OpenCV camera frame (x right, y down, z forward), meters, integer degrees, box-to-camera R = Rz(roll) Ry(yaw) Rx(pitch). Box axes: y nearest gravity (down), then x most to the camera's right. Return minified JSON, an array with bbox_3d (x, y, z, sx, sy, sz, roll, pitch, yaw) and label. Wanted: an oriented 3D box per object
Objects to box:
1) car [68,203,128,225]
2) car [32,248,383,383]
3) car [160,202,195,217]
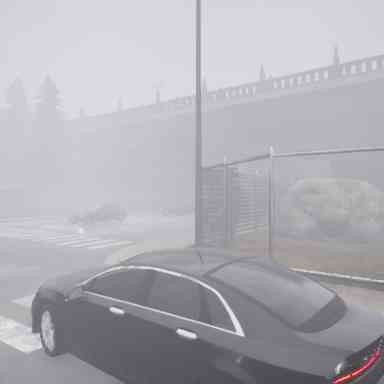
[{"bbox_3d":[-6.823,1.580,24.619,1.812,1.442,4.674,0,0,36],"label":"car"},{"bbox_3d":[-0.237,1.507,4.295,4.892,1.490,1.837,1,1,39],"label":"car"},{"bbox_3d":[-1.004,1.655,32.769,1.895,1.301,4.718,0,0,36],"label":"car"}]
